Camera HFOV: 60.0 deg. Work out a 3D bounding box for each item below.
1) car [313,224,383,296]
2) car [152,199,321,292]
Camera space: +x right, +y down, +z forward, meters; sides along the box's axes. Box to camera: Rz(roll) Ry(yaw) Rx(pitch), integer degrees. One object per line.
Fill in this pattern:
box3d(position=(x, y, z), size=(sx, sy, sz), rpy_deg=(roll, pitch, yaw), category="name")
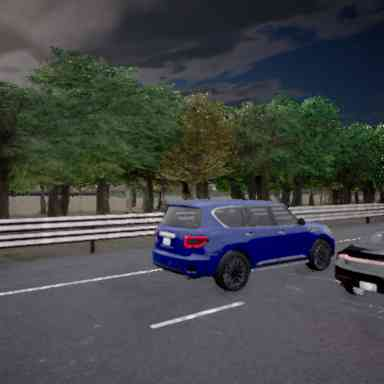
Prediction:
box3d(position=(5.158, 1.492, 7.418), size=(4.902, 1.511, 2.128), rpy_deg=(0, 0, -35), category="car")
box3d(position=(1.604, 1.224, 9.183), size=(5.566, 2.045, 2.150), rpy_deg=(0, 0, -35), category="car")
